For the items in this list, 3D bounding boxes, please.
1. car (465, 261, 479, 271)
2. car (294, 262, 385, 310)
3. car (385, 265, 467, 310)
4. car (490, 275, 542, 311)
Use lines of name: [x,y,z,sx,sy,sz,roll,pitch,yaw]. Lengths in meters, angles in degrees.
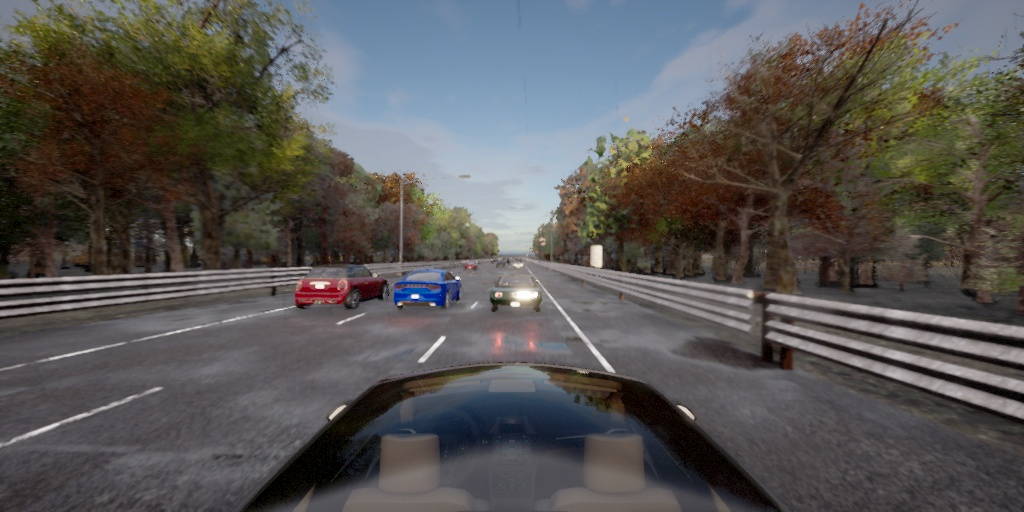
car: [-6.091,1.506,54.097,1.812,1.442,4.674,0,0,1]
car: [-6.829,1.121,14.946,2.097,1.767,4.553,0,0,1]
car: [-3.329,1.278,14.990,1.882,1.535,5.008,0,0,1]
car: [0.172,1.431,14.907,1.895,1.301,4.718,0,0,1]
